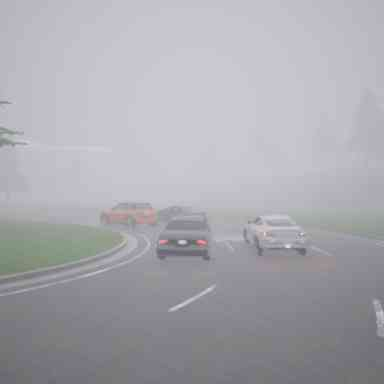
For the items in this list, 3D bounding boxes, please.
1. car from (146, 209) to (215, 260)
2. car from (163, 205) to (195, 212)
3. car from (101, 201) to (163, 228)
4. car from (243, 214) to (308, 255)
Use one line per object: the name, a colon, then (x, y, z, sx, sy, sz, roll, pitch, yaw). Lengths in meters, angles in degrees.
car: (-0.134, 1.628, 12.867, 2.033, 1.411, 5.357, 0, 0, 4)
car: (-1.066, 1.696, 24.842, 2.033, 1.411, 5.357, 1, 0, -42)
car: (-4.458, 1.464, 23.172, 4.553, 1.767, 2.097, 0, -1, 44)
car: (3.347, 1.637, 13.797, 1.812, 1.442, 4.674, 1, 0, 1)
